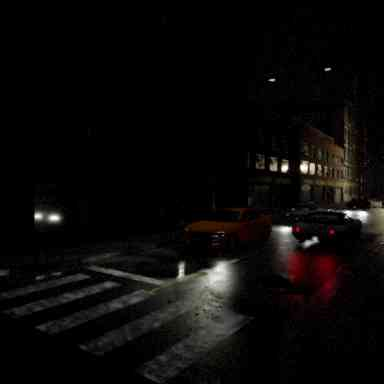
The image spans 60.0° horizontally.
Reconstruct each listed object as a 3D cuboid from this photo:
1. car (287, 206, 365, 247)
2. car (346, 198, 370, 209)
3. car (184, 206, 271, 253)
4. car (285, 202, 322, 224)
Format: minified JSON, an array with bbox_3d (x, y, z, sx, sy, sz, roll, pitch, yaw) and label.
[{"bbox_3d":[6.154,1.540,14.816,1.895,1.301,4.718,1,1,37],"label":"car"},{"bbox_3d":[19.293,1.368,38.570,1.895,1.301,4.718,1,1,36],"label":"car"},{"bbox_3d":[1.632,1.393,13.765,1.882,1.535,5.008,1,1,35],"label":"car"},{"bbox_3d":[7.842,1.402,22.502,1.812,1.442,4.674,1,1,35],"label":"car"}]
